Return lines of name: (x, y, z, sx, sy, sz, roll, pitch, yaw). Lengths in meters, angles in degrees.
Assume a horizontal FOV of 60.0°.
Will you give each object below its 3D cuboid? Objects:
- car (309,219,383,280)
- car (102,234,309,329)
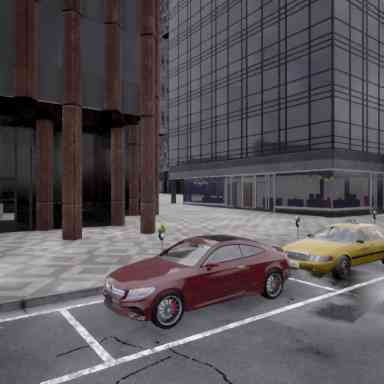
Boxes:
car: (4.575, 1.526, 9.948, 4.829, 1.417, 1.752, 0, 0, -36)
car: (0.296, 1.582, 6.875, 4.206, 1.307, 1.802, 0, 0, -36)
